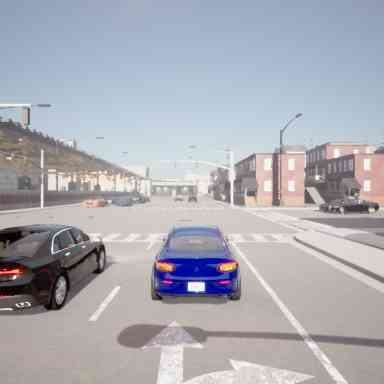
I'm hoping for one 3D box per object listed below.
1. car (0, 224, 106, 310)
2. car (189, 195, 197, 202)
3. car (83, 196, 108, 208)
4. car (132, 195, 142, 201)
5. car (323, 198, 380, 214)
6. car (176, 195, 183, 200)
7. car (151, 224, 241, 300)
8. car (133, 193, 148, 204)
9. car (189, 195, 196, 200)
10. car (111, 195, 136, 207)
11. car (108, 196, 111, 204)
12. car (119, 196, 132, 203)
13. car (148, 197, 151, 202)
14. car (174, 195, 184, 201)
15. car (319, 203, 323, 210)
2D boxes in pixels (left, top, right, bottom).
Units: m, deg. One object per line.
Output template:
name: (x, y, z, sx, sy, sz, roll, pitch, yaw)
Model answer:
car: (-3.414, 1.505, 7.788, 1.837, 1.490, 4.892, 0, 0, 0)
car: (0.146, 1.500, 76.343, 1.837, 1.490, 4.892, 0, 0, 0)
car: (-14.002, 1.352, 47.583, 2.097, 1.767, 4.553, 0, 0, 0)
car: (-13.843, 1.497, 83.839, 1.812, 1.442, 4.674, 0, 0, 0)
car: (16.787, 1.492, 34.543, 4.902, 1.511, 2.128, 0, 0, 0)
car: (-3.327, 1.524, 92.156, 1.812, 1.442, 4.674, 0, 0, 0)
car: (0.093, 1.526, 8.245, 1.812, 1.442, 4.674, 0, 0, 0)
car: (-10.422, 1.224, 63.902, 2.150, 2.045, 5.566, 0, 0, 1)
car: (0.173, 1.478, 91.935, 1.882, 1.535, 5.008, 0, 0, 0)
car: (-10.449, 1.548, 51.057, 2.033, 1.411, 5.357, 0, 0, -1)
car: (-13.960, 1.492, 58.936, 2.128, 1.511, 4.902, 0, 0, 0)
car: (-13.870, 1.524, 69.472, 1.812, 1.442, 4.674, 0, 0, 0)
car: (-10.361, 1.552, 73.858, 1.994, 1.385, 4.181, 0, 0, 0)
car: (-3.346, 1.595, 82.110, 1.895, 1.301, 4.718, 0, 0, 0)
car: (17.092, 1.505, 38.050, 4.892, 1.490, 1.837, 0, 0, 0)
